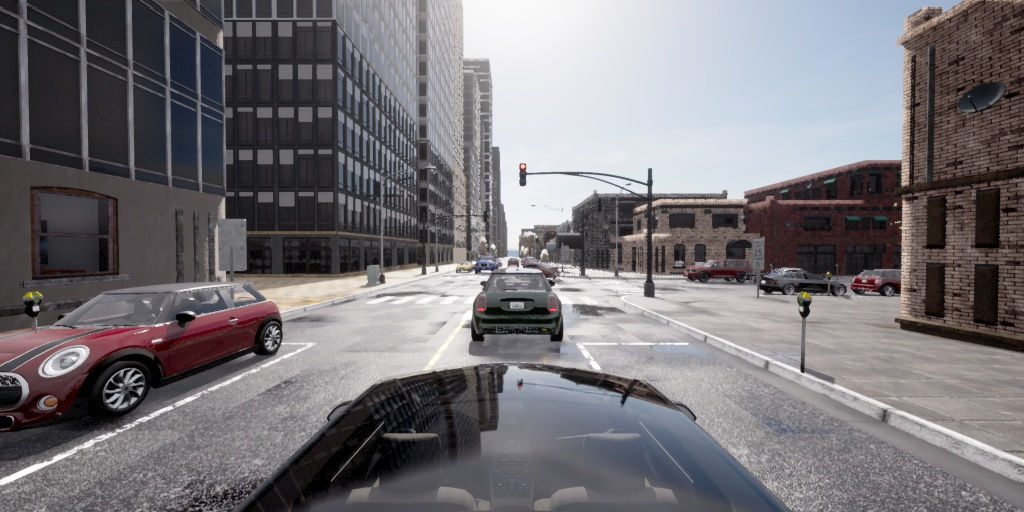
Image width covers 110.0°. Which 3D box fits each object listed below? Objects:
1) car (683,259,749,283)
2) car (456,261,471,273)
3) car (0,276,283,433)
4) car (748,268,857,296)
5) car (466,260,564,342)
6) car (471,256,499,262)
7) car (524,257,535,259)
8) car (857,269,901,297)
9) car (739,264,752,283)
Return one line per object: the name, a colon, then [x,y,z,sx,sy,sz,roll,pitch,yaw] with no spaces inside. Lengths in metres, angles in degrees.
car: [16.585,1.165,28.858,5.009,1.841,2.192,0,0,1]
car: [-5.725,1.265,43.437,1.751,1.417,4.829,0,0,0]
car: [-5.682,1.188,5.659,1.967,1.591,4.097,0,0,0]
car: [16.458,1.547,20.480,4.313,1.339,1.948,0,0,1]
car: [0.155,1.100,9.953,2.097,1.767,4.553,0,0,1]
car: [-2.990,0.962,41.540,2.150,2.045,5.566,0,0,1]
car: [2.807,1.179,49.175,1.967,1.591,4.097,0,0,0]
car: [22.005,1.474,20.395,4.097,1.591,1.967,0,0,1]
car: [19.751,1.522,26.214,4.718,1.301,1.895,1,1,1]
